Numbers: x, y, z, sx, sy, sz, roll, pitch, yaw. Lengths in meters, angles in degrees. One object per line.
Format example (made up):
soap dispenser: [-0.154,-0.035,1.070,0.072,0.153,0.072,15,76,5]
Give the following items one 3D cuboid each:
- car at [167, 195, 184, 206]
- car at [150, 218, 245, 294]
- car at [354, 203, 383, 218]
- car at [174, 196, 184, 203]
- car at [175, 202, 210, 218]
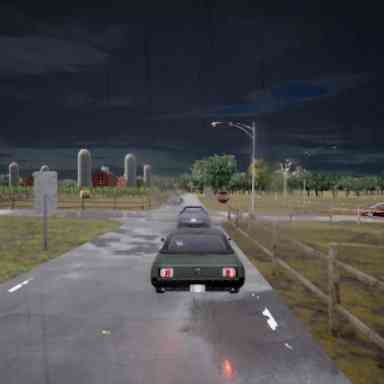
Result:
car: [-2.825,1.311,52.824,2.097,1.767,4.553,0,0,0]
car: [0.109,1.600,8.723,1.895,1.301,4.718,0,0,0]
car: [19.143,1.855,33.797,5.008,1.535,1.882,1,1,0]
car: [-2.743,1.528,69.110,1.895,1.301,4.718,0,0,0]
car: [0.098,1.557,20.736,1.994,1.385,4.181,0,0,0]
